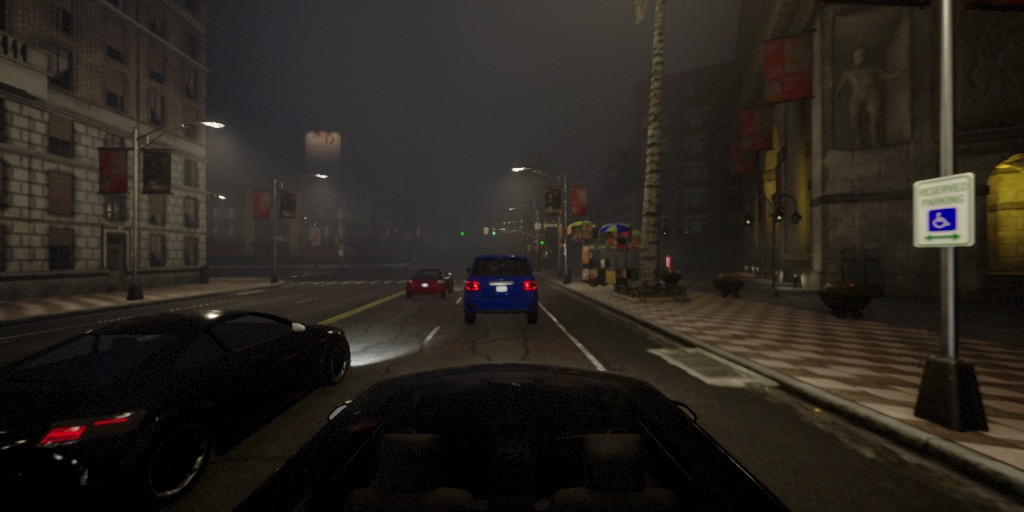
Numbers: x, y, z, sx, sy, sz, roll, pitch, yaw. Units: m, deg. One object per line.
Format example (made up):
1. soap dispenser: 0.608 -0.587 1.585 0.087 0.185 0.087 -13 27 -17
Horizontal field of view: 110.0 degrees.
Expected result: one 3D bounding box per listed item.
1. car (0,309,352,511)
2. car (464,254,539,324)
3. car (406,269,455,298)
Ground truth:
1. car: -3.659 1.325 4.322 1.994 1.385 4.181 0 0 -1
2. car: -0.386 0.984 12.188 2.150 2.045 5.566 0 0 -2
3. car: -4.201 1.347 18.890 1.994 1.385 4.181 0 0 -3
